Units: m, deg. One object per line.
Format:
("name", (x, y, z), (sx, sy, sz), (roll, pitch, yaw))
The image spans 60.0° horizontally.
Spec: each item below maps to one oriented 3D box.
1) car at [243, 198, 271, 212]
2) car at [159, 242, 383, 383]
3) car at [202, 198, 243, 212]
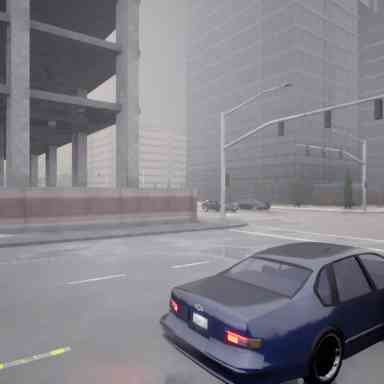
("car", (6.861, 1.491, 38.487), (2.128, 1.511, 4.902), (0, 0, -36))
("car", (2.149, 1.547, 5.324), (5.357, 1.411, 2.033), (0, 0, -35))
("car", (3.074, 1.504, 37.408), (1.837, 1.490, 4.892), (0, 0, -36))
